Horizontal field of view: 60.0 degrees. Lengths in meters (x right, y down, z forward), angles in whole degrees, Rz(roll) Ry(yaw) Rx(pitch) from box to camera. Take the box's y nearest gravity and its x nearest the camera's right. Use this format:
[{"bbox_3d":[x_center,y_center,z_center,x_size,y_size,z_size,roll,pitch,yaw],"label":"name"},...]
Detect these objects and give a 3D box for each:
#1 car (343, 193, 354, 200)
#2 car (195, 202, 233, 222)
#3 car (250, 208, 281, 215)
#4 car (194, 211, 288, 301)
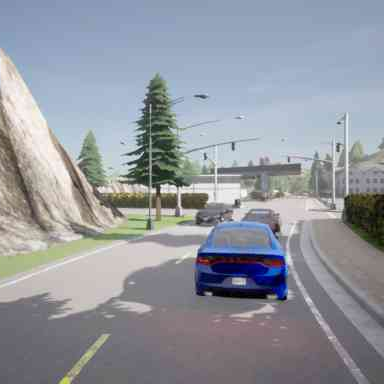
[{"bbox_3d":[40.213,1.077,83.015,3.866,1.878,1.905,0,0,19],"label":"car"},{"bbox_3d":[1.675,1.508,23.406,1.837,1.490,4.892,0,0,20],"label":"car"},{"bbox_3d":[3.699,1.564,17.702,1.994,1.385,4.181,0,0,17],"label":"car"},{"bbox_3d":[1.293,1.478,8.513,1.882,1.535,5.008,0,0,10],"label":"car"}]
